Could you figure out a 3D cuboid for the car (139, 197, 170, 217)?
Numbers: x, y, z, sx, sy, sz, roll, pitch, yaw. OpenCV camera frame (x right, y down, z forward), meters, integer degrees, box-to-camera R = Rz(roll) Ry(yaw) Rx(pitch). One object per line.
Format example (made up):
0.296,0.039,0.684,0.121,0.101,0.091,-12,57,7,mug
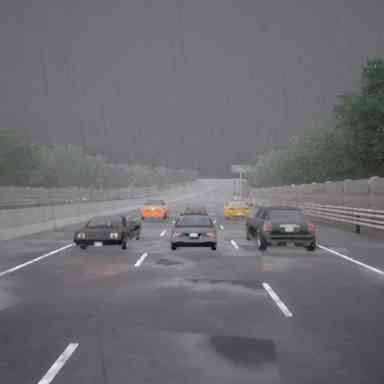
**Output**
-3.127,1.454,29.291,2.097,1.767,4.553,0,0,1,car

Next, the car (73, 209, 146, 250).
-3.407,1.637,14.417,1.895,1.301,4.718,0,0,1,car

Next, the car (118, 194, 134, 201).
-14.924,1.502,77.996,2.150,2.045,5.566,0,0,4,car

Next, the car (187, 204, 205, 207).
0.373,1.706,29.262,1.895,1.301,4.718,0,0,1,car

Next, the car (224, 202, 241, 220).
3.872,1.575,29.145,1.882,1.535,5.008,0,0,1,car

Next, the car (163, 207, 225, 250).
0.092,1.585,14.343,2.033,1.411,5.357,0,0,1,car

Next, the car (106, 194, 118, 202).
-18.416,1.499,78.235,2.150,2.045,5.566,0,0,4,car

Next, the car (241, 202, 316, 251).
3.592,1.388,14.270,2.097,1.767,4.553,0,0,1,car
